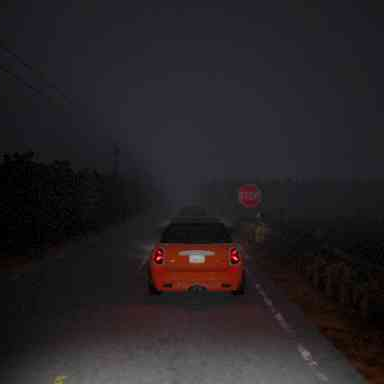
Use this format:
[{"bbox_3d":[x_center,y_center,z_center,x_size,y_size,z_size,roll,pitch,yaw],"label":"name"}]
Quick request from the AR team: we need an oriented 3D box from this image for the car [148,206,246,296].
[{"bbox_3d":[0.102,1.417,8.975,2.097,1.767,4.553,0,0,0],"label":"car"}]

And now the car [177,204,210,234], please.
[{"bbox_3d":[0.063,1.631,21.432,1.882,1.535,5.008,0,0,0],"label":"car"}]
